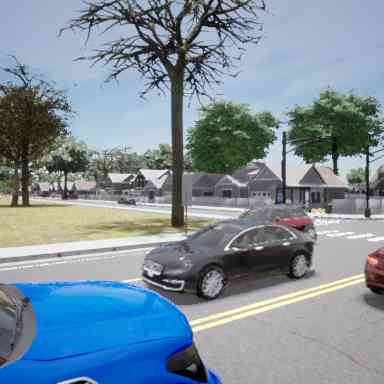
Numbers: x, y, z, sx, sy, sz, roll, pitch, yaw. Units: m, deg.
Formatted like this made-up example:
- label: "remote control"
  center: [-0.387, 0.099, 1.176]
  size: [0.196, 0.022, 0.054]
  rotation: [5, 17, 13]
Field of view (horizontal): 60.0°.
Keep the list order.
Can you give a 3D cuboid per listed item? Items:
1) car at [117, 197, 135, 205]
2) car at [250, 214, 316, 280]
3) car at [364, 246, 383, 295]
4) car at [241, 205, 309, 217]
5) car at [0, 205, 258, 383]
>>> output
- label: "car"
  center: [-11.510, 1.607, 58.357]
  size: [1.812, 1.442, 4.674]
  rotation: [0, 0, -35]
- label: "car"
  center: [1.103, 1.506, 8.446]
  size: [4.892, 1.490, 1.837]
  rotation: [1, 0, -35]
- label: "car"
  center: [5.659, 1.525, 7.447]
  size: [4.674, 1.442, 1.812]
  rotation: [0, 0, -36]
- label: "car"
  center: [3.065, 1.350, 13.824]
  size: [4.553, 1.767, 2.097]
  rotation: [0, 0, -35]
- label: "car"
  center: [-2.419, 1.222, 1.716]
  size: [5.566, 2.045, 2.150]
  rotation: [0, 0, -36]
